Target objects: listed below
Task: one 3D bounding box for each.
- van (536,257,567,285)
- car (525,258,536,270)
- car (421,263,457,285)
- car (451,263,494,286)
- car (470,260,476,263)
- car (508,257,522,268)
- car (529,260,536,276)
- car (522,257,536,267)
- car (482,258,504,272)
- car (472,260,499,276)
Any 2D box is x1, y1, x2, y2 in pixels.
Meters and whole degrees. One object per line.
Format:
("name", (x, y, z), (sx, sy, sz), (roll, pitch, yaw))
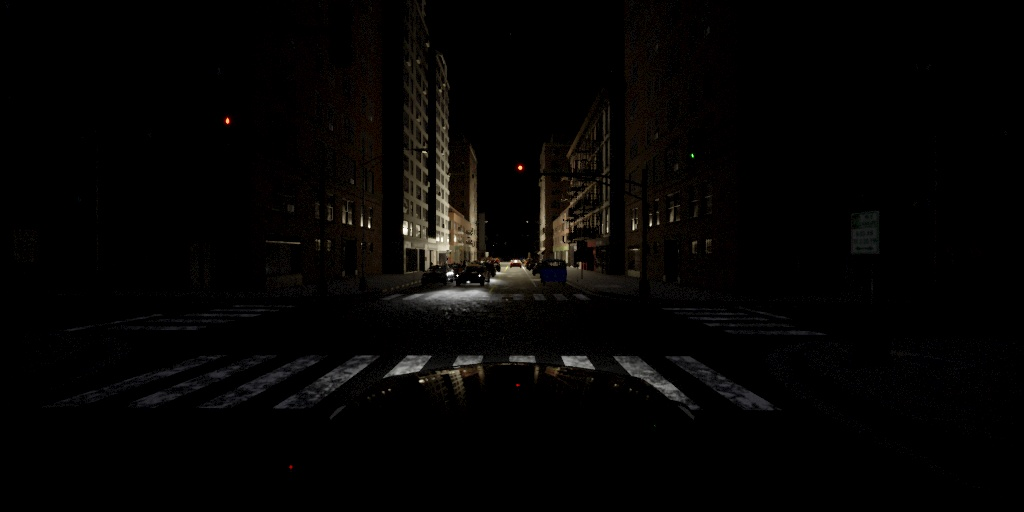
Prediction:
("van", (2.846, 1.089, 25.363), (1.690, 1.789, 3.998), (0, 0, 1))
("car", (3.052, 1.325, 48.087), (1.802, 1.307, 4.207), (0, 0, 1))
("car", (-5.179, 1.299, 25.427), (2.007, 1.370, 4.403), (0, 0, 1))
("car", (-2.652, 1.349, 25.134), (1.895, 1.301, 4.718), (0, 0, 4))
("car", (-4.975, 1.269, 47.984), (1.751, 1.417, 4.829), (0, 0, 1))
("car", (0.618, 1.336, 59.045), (1.895, 1.301, 4.718), (0, 0, 1))
("car", (2.949, 1.330, 36.725), (1.802, 1.307, 4.207), (0, 0, 1))
("car", (3.103, 1.054, 53.769), (2.192, 1.841, 5.009), (0, 0, 1))
("car", (-2.452, 1.309, 45.199), (1.994, 1.385, 4.181), (0, 0, 1))
("car", (-2.548, 1.349, 35.146), (1.895, 1.301, 4.718), (0, 0, 1))
